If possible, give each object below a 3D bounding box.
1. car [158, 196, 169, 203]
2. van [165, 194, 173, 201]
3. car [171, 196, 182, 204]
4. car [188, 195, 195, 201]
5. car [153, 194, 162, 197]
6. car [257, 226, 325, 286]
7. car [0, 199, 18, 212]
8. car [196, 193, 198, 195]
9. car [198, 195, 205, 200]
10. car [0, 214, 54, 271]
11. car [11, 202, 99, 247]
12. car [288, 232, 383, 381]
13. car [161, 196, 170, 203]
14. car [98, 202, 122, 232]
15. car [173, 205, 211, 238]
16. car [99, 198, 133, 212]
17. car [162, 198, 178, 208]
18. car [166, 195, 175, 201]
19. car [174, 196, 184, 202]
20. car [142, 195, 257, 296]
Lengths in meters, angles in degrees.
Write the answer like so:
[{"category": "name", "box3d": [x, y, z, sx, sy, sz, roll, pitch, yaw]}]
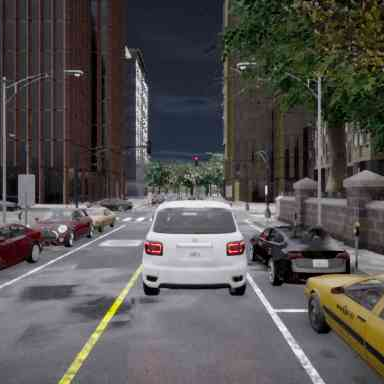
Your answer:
[{"category": "car", "box3d": [-5.803, 1.602, 68.398, 1.802, 1.307, 4.206, 0, 0, 0]}, {"category": "van", "box3d": [-5.813, 1.372, 84.711, 1.690, 1.788, 3.998, 0, 0, 0]}, {"category": "car", "box3d": [-3.061, 1.583, 66.956, 1.994, 1.385, 4.181, 0, 0, 1]}, {"category": "car", "box3d": [-0.052, 1.534, 88.561, 1.837, 1.490, 4.892, 0, 0, 0]}, {"category": "car", "box3d": [-5.798, 1.329, 57.523, 2.192, 1.841, 5.009, 0, 0, 0]}, {"category": "car", "box3d": [2.755, 1.566, 9.208, 1.947, 1.339, 4.313, 0, 0, 0]}, {"category": "car", "box3d": [-19.190, 1.203, 31.510, 5.357, 1.411, 2.033, 1, 0, -5]}, {"category": "car", "box3d": [-0.046, 1.551, 78.655, 1.812, 1.442, 4.674, 0, 0, 0]}, {"category": "car", "box3d": [2.706, 1.564, 95.761, 1.752, 1.417, 4.829, 0, 0, 0]}, {"category": "car", "box3d": [-5.770, 1.545, 9.201, 1.887, 1.381, 4.507, 0, 0, 0]}, {"category": "car", "box3d": [-5.773, 1.441, 14.659, 1.967, 1.590, 4.097, 0, 0, 0]}, {"category": "car", "box3d": [2.758, 1.525, 3.921, 1.752, 1.417, 4.829, 0, 0, 0]}, {"category": "car", "box3d": [-5.807, 1.548, 73.666, 1.752, 1.417, 4.829, 0, 0, 0]}, {"category": "car", "box3d": [-5.776, 1.527, 19.945, 1.752, 1.417, 4.829, 0, 0, 0]}, {"category": "car", "box3d": [0.013, 1.527, 18.444, 1.812, 1.442, 4.674, 0, 0, 1]}, {"category": "car", "box3d": [-8.647, 1.369, 34.792, 4.892, 1.490, 1.837, 1, 0, 0]}, {"category": "car", "box3d": [-3.124, 1.574, 48.086, 1.994, 1.385, 4.181, 0, 0, 0]}, {"category": "car", "box3d": [-5.816, 1.585, 90.149, 2.008, 1.369, 4.403, 0, 0, 0]}, {"category": "car", "box3d": [-3.045, 1.558, 77.295, 2.033, 1.411, 5.357, 0, 0, 0]}, {"category": "car", "box3d": [0.061, 1.222, 8.799, 2.150, 2.045, 5.566, 0, 0, 0]}]
